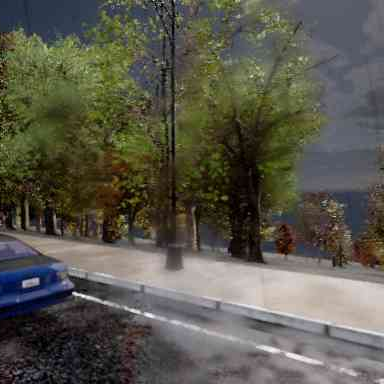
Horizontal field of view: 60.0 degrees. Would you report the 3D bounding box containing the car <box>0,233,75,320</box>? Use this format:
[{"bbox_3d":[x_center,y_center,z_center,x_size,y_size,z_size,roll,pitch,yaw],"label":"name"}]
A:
[{"bbox_3d":[-4.742,1.581,7.047,5.357,1.411,2.033,0,0,36],"label":"car"}]
